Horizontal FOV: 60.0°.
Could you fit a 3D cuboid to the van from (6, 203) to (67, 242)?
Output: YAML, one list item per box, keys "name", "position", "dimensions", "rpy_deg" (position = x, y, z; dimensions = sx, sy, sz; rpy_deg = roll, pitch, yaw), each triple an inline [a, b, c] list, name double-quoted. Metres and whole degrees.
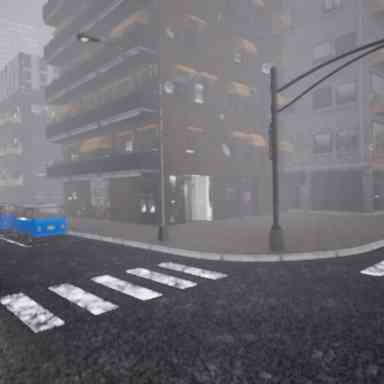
- name: "van"
  position: [-7.885, 1.481, 17.003]
  dimensions: [1.690, 1.788, 3.998]
  rpy_deg: [-3, 1, -43]

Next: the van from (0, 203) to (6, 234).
- name: "van"
  position: [-11.683, 1.574, 21.120]
  dimensions: [1.690, 1.788, 3.998]
  rpy_deg: [-3, 1, -43]
